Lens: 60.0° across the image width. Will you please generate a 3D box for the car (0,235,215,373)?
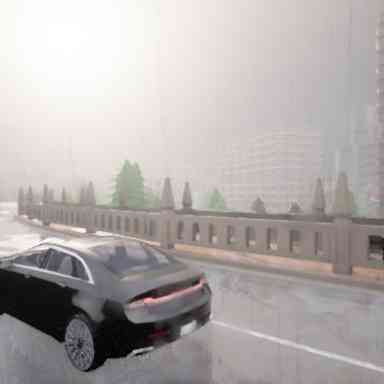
[{"bbox_3d":[-1.922,1.508,5.729,4.902,1.511,2.128,0,0,39],"label":"car"}]
